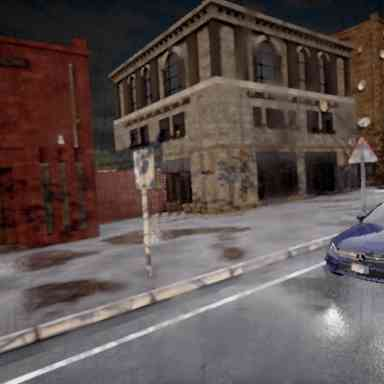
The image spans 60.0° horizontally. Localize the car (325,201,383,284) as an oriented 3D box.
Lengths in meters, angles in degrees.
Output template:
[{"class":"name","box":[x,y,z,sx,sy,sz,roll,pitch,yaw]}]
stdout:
[{"class":"car","box":[4.776,0.838,7.087,4.674,1.442,1.812,-7,4,-35]}]
